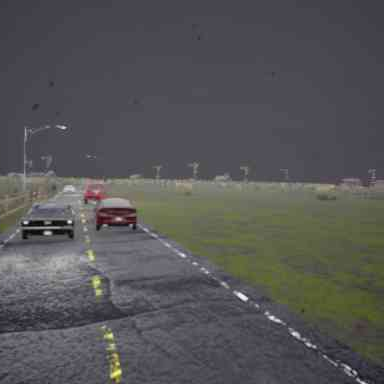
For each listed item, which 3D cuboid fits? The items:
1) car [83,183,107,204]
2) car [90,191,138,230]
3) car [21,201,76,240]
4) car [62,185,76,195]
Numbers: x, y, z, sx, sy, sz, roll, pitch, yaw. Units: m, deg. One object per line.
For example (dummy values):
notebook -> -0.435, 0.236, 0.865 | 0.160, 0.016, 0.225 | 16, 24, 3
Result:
car -> -10.058, 0.096, 34.515 | 2.150, 2.045, 5.566 | 1, 1, -19
car -> -4.024, 0.953, 17.091 | 1.882, 1.535, 5.008 | 1, 2, -19
car -> -5.831, 1.087, 13.895 | 1.895, 1.301, 4.718 | 1, 1, -19
car -> -19.770, -0.362, 53.667 | 1.812, 1.442, 4.674 | 2, 1, -19
